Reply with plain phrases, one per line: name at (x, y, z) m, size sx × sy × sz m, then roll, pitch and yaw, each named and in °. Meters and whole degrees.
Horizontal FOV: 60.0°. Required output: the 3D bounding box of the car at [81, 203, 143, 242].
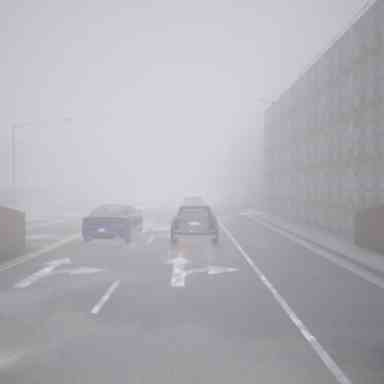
car at (-3.401, 1.250, 15.007) m, size 1.882 × 1.535 × 5.008 m, roll 0°, pitch 1°, yaw 0°

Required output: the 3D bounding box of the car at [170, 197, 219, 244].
car at (0.099, 1.208, 14.623) m, size 2.033 × 1.649 × 4.856 m, roll 0°, pitch 1°, yaw 0°

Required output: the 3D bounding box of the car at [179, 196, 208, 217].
car at (0.097, 1.096, 27.045) m, size 2.163 × 1.488 × 4.792 m, roll 0°, pitch 1°, yaw 0°
